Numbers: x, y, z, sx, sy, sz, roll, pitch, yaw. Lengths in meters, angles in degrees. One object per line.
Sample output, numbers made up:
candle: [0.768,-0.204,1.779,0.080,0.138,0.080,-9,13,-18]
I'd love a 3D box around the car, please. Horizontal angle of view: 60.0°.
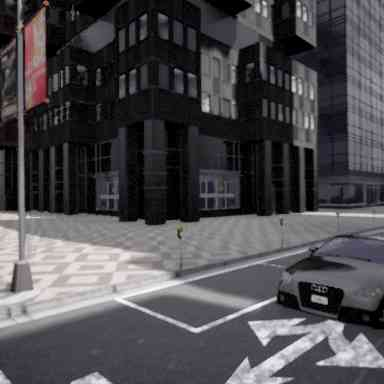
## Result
car: [3.558,1.618,6.973,4.181,1.385,1.994,0,-1,-44]
